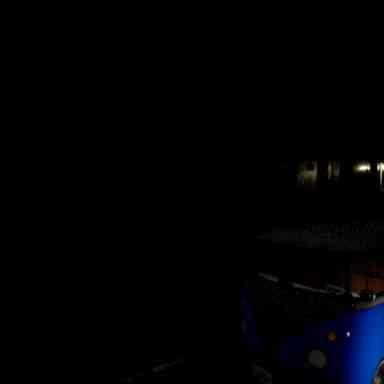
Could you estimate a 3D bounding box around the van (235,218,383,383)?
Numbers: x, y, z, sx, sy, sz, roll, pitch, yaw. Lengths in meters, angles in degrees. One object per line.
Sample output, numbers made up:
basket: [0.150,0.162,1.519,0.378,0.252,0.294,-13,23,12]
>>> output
van: [2.421,1.307,4.567,3.998,1.788,1.690,-1,0,-35]
